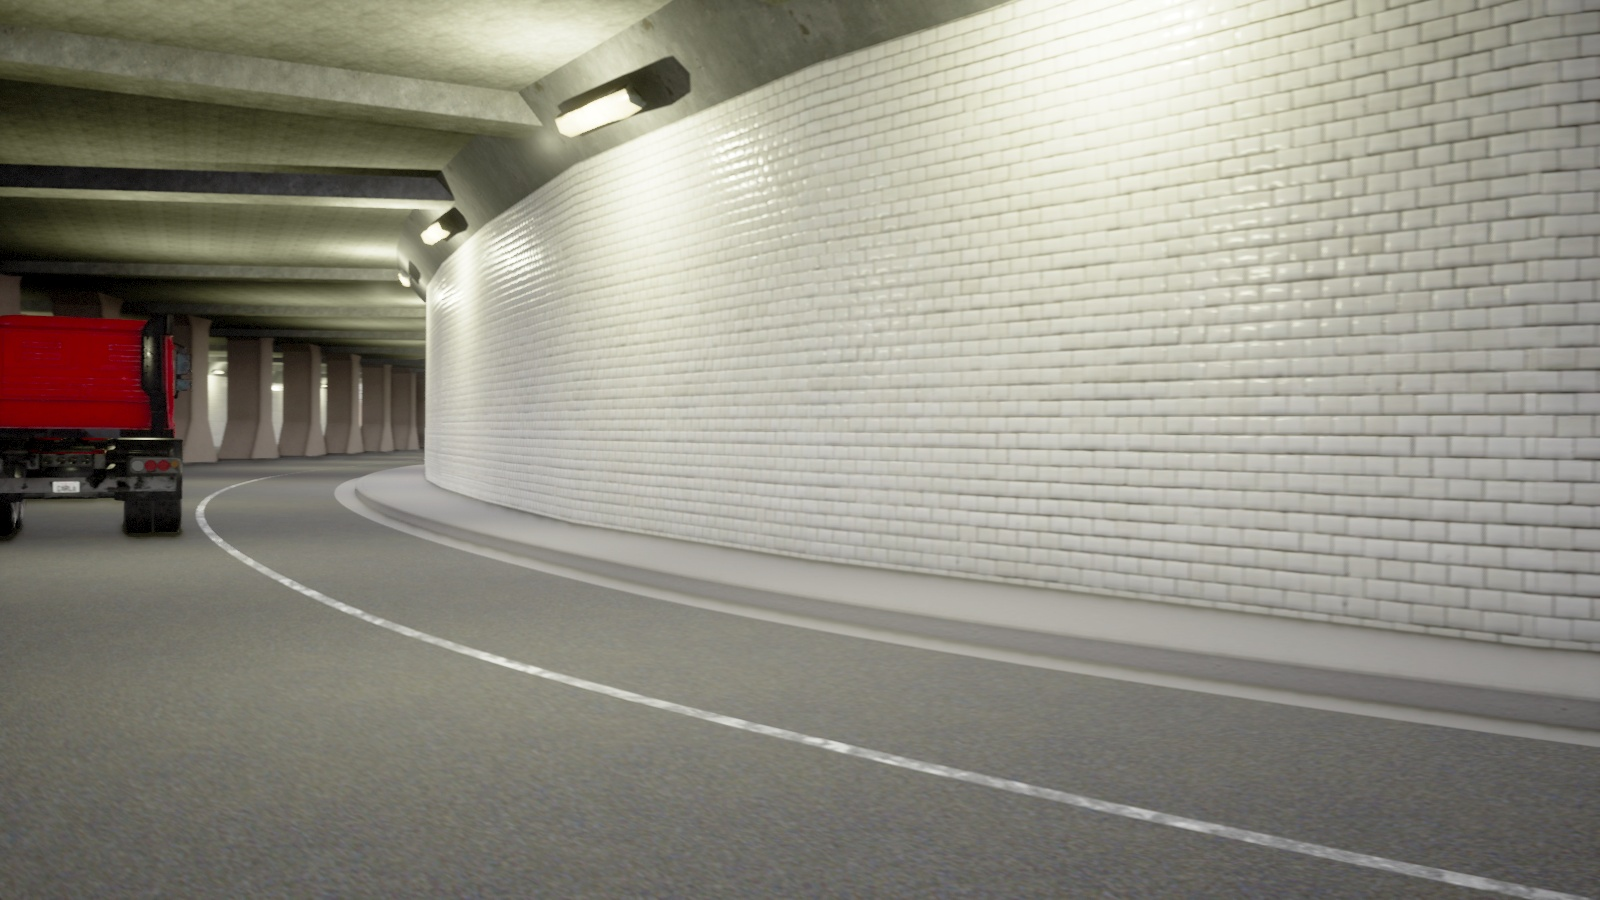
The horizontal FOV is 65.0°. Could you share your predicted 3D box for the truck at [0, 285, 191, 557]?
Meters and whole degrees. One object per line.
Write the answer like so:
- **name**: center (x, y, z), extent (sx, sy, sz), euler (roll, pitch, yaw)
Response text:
- **truck**: center (-11.367, -0.405, 19.781), extent (2.891, 3.462, 7.936), euler (-1, 1, -28)
